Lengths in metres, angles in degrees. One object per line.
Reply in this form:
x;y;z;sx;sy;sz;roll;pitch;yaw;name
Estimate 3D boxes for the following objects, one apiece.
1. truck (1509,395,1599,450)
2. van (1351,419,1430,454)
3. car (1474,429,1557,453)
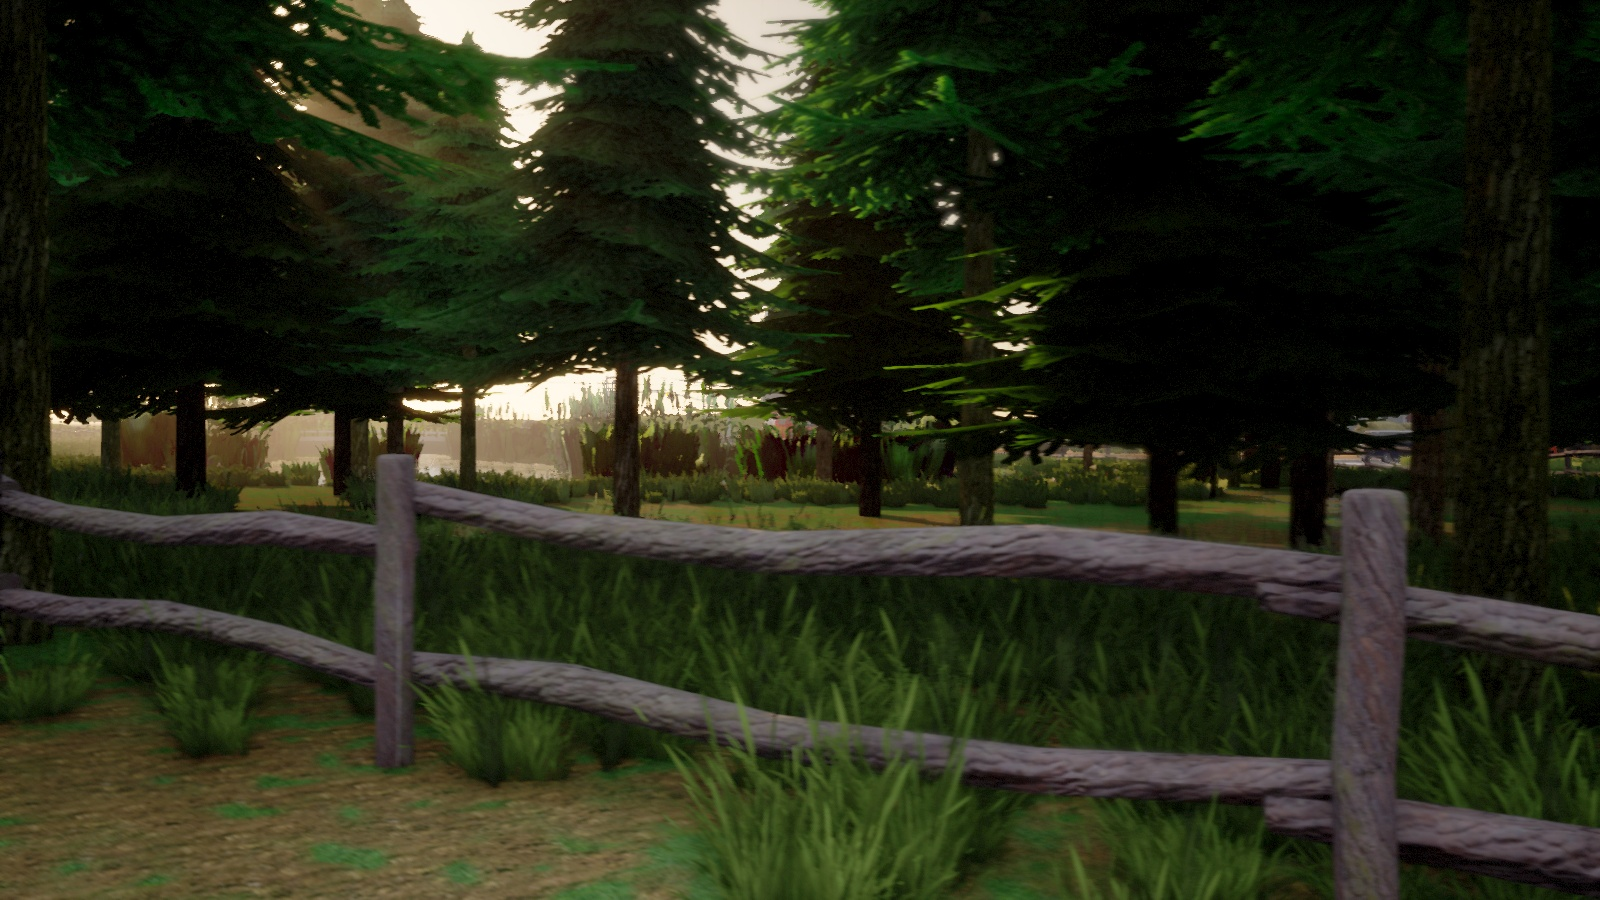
49.964;-1.789;81.459;7.936;3.462;2.891;-1;1;-25;truck
35.007;-0.827;74.441;4.442;1.987;1.775;-1;1;-25;van
42.143;-0.536;73.929;4.718;1.301;1.895;-1;1;-25;car
